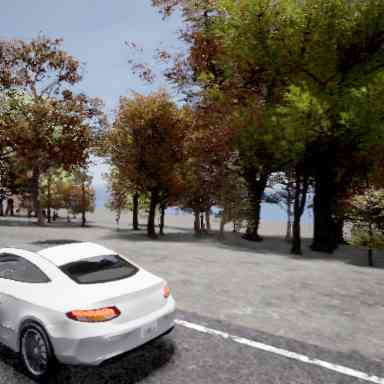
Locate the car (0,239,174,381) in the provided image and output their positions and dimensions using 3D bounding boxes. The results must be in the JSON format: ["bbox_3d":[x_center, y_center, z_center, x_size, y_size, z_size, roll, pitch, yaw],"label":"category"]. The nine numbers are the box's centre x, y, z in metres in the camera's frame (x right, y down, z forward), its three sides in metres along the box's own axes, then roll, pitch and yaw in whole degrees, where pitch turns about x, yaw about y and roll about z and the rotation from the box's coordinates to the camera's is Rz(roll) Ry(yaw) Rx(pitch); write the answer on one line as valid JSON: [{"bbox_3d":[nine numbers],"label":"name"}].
[{"bbox_3d":[-2.407,1.511,5.420,4.674,1.442,1.812,0,0,35],"label":"car"}]
